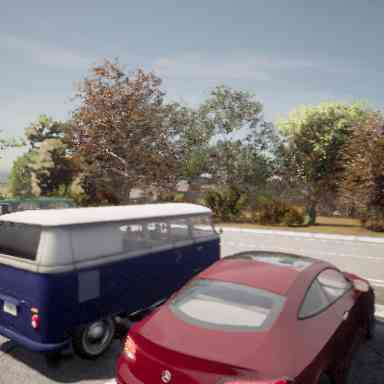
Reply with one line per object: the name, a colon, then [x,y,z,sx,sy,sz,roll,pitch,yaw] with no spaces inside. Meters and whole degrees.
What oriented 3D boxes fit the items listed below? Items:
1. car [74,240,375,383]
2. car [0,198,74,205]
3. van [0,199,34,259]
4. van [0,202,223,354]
car: [1.118,1.513,4.346,2.002,1.452,4.674,0,0,36]
car: [-5.662,1.199,9.154,2.435,2.045,5.566,-1,0,36]
van: [-7.837,1.256,10.885,1.878,1.987,4.442,-1,0,36]
van: [-1.071,1.235,6.055,1.878,1.987,4.442,0,0,36]
